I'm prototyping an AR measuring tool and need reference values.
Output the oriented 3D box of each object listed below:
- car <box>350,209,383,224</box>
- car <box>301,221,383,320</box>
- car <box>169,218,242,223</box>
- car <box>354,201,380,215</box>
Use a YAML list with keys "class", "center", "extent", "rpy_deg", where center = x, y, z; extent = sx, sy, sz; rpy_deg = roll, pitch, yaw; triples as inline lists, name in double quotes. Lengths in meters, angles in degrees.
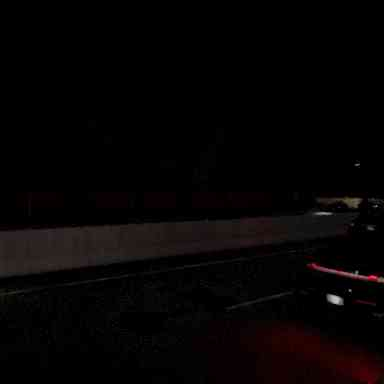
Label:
- class: "car"
  center: [8.710, 1.492, 14.301]
  extent: [4.553, 1.767, 2.097]
  rpy_deg: [1, 0, -36]
- class: "car"
  center: [4.308, 1.559, 6.826]
  extent: [4.902, 1.511, 2.128]
  rpy_deg: [1, 0, -35]
- class: "car"
  center: [1.072, 1.702, 17.676]
  extent: [4.718, 1.301, 1.895]
  rpy_deg: [1, 0, -36]
- class: "car"
  center: [21.416, 1.883, 40.569]
  extent: [1.837, 1.490, 4.892]
  rpy_deg: [0, -1, 39]
